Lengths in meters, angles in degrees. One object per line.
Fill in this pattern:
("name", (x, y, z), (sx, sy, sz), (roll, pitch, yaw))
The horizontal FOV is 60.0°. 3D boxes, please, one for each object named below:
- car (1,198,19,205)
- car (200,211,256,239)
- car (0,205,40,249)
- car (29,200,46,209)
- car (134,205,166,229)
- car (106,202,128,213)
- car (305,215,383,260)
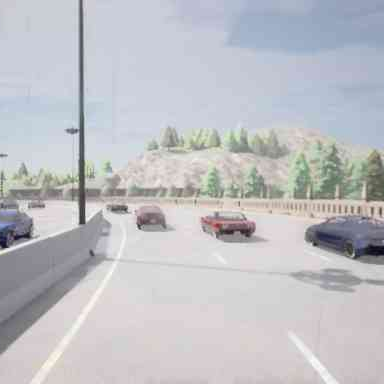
("car", (-28.489, 1.806, 52.036), (2.097, 1.767, 4.553), (0, 0, -36))
("car", (1.721, 1.647, 17.777), (1.895, 1.301, 4.718), (0, 0, -10))
("car", (-8.686, 1.570, 15.107), (1.882, 1.535, 5.008), (0, 0, -11))
("car", (-24.488, 1.977, 52.519), (1.994, 1.385, 4.181), (0, 0, -35))
("car", (-2.902, 1.614, 22.462), (1.812, 1.442, 4.674), (0, 0, -14))
("car", (-9.194, 1.814, 40.446), (1.895, 1.301, 4.718), (0, 0, -24))
("car", (6.014, 1.572, 12.650), (1.994, 1.385, 4.181), (0, 0, -7))
